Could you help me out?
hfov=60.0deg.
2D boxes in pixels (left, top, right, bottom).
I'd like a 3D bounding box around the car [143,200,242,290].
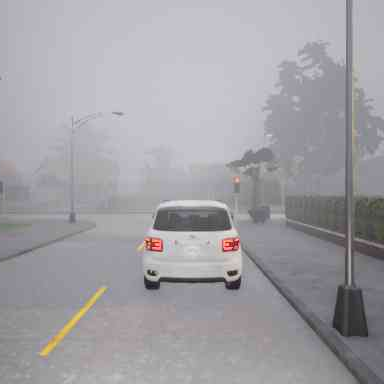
[{"bbox_3d":[0.026,1.221,9.227,2.150,2.045,5.566,0,0,0],"label":"car"}]
